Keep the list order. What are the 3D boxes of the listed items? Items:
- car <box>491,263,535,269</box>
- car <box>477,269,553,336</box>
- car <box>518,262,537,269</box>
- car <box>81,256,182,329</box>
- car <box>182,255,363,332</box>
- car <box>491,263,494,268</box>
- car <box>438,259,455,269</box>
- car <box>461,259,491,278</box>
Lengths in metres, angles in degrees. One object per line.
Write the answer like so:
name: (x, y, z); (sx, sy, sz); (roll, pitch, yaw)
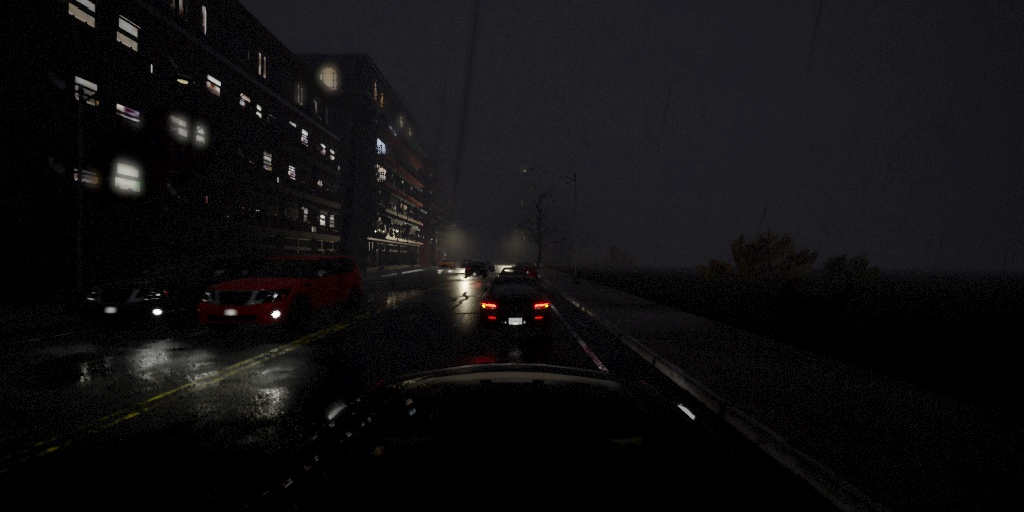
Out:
car: (0.057, 1.317, 20.407); (1.994, 1.385, 4.181); (0, 0, 0)
car: (0.072, 1.277, 10.239); (1.812, 1.442, 4.674); (0, 0, 0)
car: (1.071, 1.231, 29.935); (1.882, 1.535, 5.008); (0, 0, 0)
car: (-9.873, 0.973, 11.579); (2.150, 2.045, 5.566); (0, 0, 0)
car: (-6.624, 0.973, 11.201); (2.150, 2.045, 5.566); (0, 0, 0)
car: (-3.249, 1.317, 45.116); (1.994, 1.385, 4.181); (0, 0, 0)
car: (-9.966, 1.229, 54.836); (1.882, 1.535, 5.008); (0, 0, 0)
car: (-3.225, 1.260, 33.289); (1.837, 1.490, 4.892); (0, 1, 0)
